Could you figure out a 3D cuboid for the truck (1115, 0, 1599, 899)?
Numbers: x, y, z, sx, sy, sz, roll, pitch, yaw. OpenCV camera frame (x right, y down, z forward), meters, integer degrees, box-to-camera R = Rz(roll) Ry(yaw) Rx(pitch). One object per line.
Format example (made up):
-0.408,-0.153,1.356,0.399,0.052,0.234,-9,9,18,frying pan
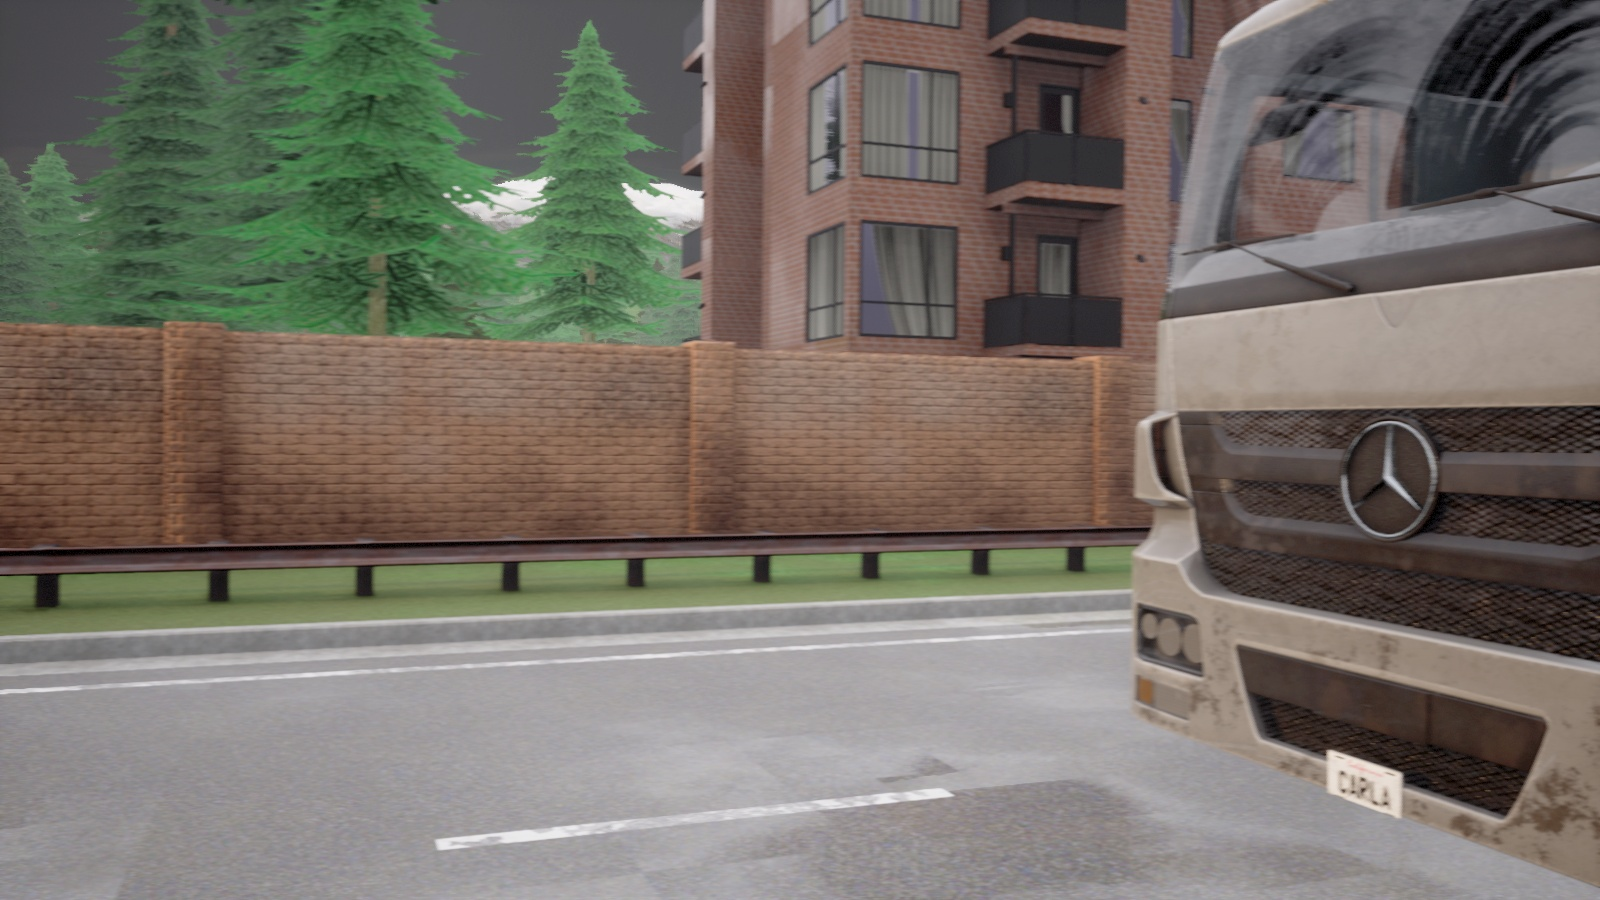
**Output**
5.559,-0.331,5.338,7.936,3.462,2.891,-1,1,-21,truck
